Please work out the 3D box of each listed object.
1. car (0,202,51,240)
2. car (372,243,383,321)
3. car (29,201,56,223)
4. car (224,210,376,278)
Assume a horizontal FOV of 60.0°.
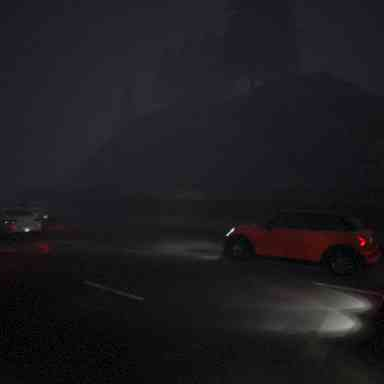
[{"bbox_3d":[-8.948,1.412,16.209,4.674,1.442,1.812,1,0,43],"label":"car"},{"bbox_3d":[5.562,1.577,4.365,5.357,1.411,2.033,1,0,35],"label":"car"},{"bbox_3d":[-11.124,1.374,23.246,1.812,1.442,4.674,0,0,-44],"label":"car"},{"bbox_3d":[3.248,1.345,10.468,4.553,1.767,2.097,1,0,37],"label":"car"}]
